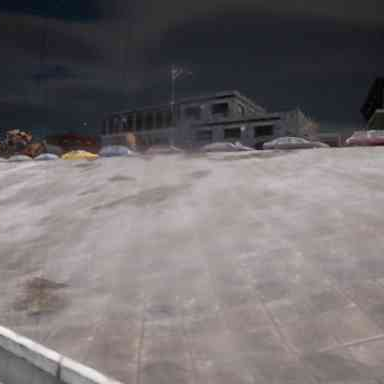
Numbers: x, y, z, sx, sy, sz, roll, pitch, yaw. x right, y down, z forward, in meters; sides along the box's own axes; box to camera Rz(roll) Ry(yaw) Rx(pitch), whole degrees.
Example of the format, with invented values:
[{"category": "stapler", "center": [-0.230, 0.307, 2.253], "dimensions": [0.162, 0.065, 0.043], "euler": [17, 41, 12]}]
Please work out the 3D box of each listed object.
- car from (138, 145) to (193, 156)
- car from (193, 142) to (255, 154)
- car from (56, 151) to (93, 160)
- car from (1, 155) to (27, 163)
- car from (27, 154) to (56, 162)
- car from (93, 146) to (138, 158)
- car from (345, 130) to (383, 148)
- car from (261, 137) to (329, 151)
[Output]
[{"category": "car", "center": [-2.029, -3.459, 29.925], "dimensions": [4.792, 1.488, 2.163], "euler": [1, 1, 29]}, {"category": "car", "center": [2.835, -3.367, 27.318], "dimensions": [4.674, 1.452, 2.002], "euler": [1, 1, 28]}, {"category": "car", "center": [-11.778, -3.654, 35.540], "dimensions": [5.008, 1.535, 2.097], "euler": [1, 1, 32]}, {"category": "car", "center": [-21.138, -3.812, 41.497], "dimensions": [4.892, 1.521, 2.231], "euler": [1, 0, 34]}, {"category": "car", "center": [-16.490, -3.696, 38.469], "dimensions": [4.674, 1.452, 2.002], "euler": [1, 1, 33]}, {"category": "car", "center": [-7.023, -3.698, 32.725], "dimensions": [4.553, 1.767, 2.185], "euler": [1, 1, 31]}, {"category": "car", "center": [12.748, -3.349, 22.419], "dimensions": [4.553, 1.767, 2.185], "euler": [1, 1, 26]}, {"category": "car", "center": [7.667, -3.325, 24.860], "dimensions": [4.892, 1.521, 2.231], "euler": [1, 1, 27]}]
